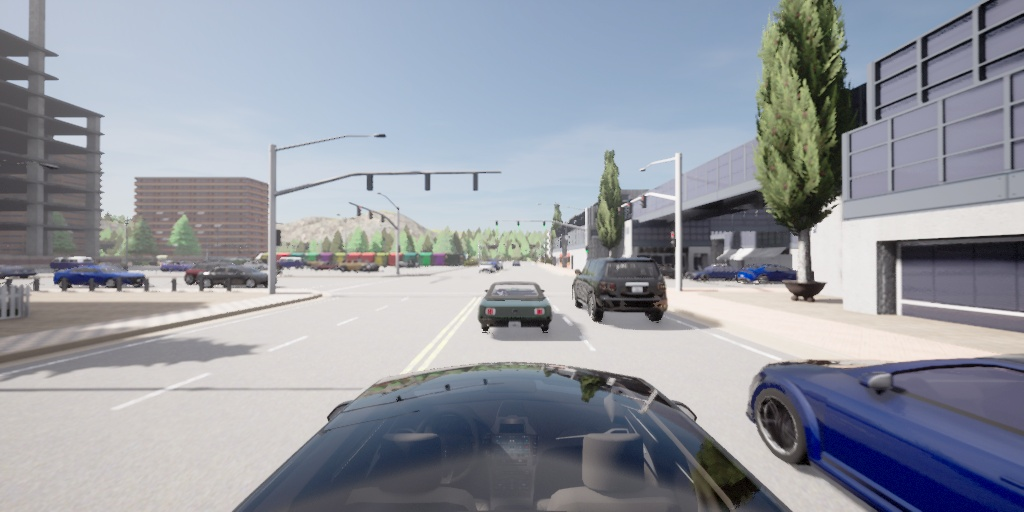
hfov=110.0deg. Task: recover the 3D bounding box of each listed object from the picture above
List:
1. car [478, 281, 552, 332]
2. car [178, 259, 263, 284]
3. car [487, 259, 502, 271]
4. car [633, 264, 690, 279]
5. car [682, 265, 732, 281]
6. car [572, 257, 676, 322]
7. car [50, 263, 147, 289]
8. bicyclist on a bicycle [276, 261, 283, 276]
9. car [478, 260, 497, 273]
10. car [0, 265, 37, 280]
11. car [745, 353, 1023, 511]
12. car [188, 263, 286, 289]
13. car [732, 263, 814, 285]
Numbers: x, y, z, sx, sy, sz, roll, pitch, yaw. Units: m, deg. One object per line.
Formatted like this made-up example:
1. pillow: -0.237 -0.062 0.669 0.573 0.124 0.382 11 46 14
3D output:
1. car: 0.087 1.427 11.118 1.895 1.301 4.718 0 0 0
2. car: -22.610 1.312 27.957 4.553 1.767 2.097 0 0 0
3. car: -3.334 1.446 60.475 2.150 2.045 5.566 0 0 2
4. car: 14.905 1.532 35.843 4.892 1.490 1.837 0 0 0
5. car: 18.604 1.546 32.320 5.357 1.411 2.033 0 0 0
6. car: 3.605 1.064 12.911 2.150 2.045 5.566 0 0 1
7. car: -27.940 1.409 24.452 5.008 1.535 1.882 0 0 0
8. bicyclist on a bicycle: -25.373 1.351 38.938 0.582 1.620 1.656 0 0 0
9. car: -3.579 1.670 50.628 1.812 1.442 4.674 0 0 3
10. car: -50.098 1.562 35.089 5.357 1.411 2.033 0 0 1
11. car: 3.600 1.319 2.300 1.994 1.385 4.181 0 0 0
12. car: -18.659 1.437 24.457 4.892 1.490 1.837 0 0 0
13. car: 20.835 1.447 28.601 5.008 1.535 1.882 0 0 0
